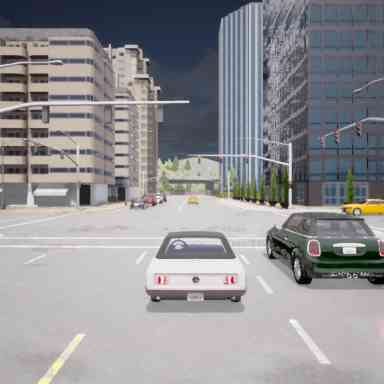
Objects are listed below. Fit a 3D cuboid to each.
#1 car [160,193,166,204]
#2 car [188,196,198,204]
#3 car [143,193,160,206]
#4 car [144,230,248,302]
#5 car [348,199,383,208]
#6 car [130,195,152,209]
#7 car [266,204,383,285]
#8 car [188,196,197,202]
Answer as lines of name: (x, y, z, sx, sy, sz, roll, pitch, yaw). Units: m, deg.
car: (-6.961, 1.221, 64.685, 2.150, 2.045, 5.566, 0, 0, 2)
car: (0.177, 1.477, 64.684, 1.882, 1.535, 5.008, 0, 0, 0)
car: (-7.025, 1.222, 54.209, 2.150, 2.045, 5.566, 0, 0, 0)
car: (0.085, 1.601, 8.201, 1.895, 1.301, 4.718, 0, 0, 0)
car: (16.856, 1.422, 31.570, 5.008, 1.535, 1.882, 0, 0, 1)
car: (-7.044, 1.491, 44.637, 2.128, 1.511, 4.902, 0, 0, 0)
car: (3.593, 1.352, 9.691, 2.097, 1.767, 4.553, 0, 0, 0)
car: (0.093, 1.540, 76.514, 2.033, 1.411, 5.357, 0, 0, 0)
